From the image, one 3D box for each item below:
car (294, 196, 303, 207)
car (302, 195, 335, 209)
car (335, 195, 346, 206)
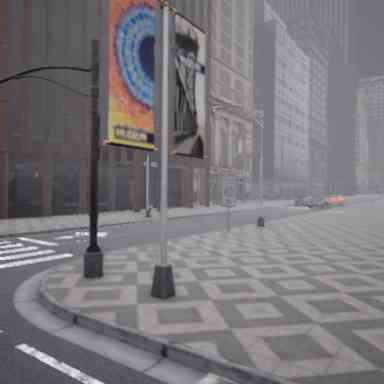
[{"bbox_3d":[16.143,1.322,47.746,1.837,1.490,4.892,1,1,35],"label":"car"},{"bbox_3d":[16.415,1.423,42.841,2.033,1.411,5.357,1,1,36],"label":"car"},{"bbox_3d":[21.945,1.186,50.748,2.097,1.767,4.553,1,1,35],"label":"car"}]
